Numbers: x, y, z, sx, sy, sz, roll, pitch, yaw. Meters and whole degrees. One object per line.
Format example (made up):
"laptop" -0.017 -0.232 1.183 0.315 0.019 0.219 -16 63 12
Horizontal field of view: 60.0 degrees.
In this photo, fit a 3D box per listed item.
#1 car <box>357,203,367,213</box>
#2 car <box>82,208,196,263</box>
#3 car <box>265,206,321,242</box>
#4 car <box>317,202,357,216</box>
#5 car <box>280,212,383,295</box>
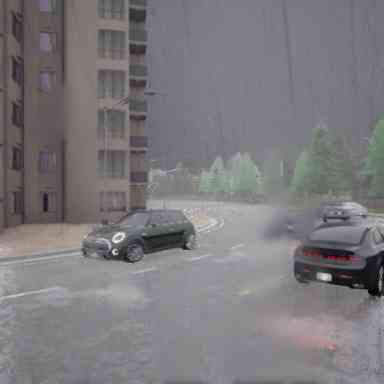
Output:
"car" 14.560 1.679 31.198 1.812 1.442 4.674 0 0 -2
"car" -1.832 1.461 12.599 2.097 1.767 4.553 -1 -1 37
"car" 5.141 1.649 16.962 2.033 1.411 5.357 0 0 25
"car" 11.317 1.694 27.824 2.033 1.411 5.357 0 0 2
"car" 4.350 1.552 9.007 1.837 1.490 4.892 0 0 39
